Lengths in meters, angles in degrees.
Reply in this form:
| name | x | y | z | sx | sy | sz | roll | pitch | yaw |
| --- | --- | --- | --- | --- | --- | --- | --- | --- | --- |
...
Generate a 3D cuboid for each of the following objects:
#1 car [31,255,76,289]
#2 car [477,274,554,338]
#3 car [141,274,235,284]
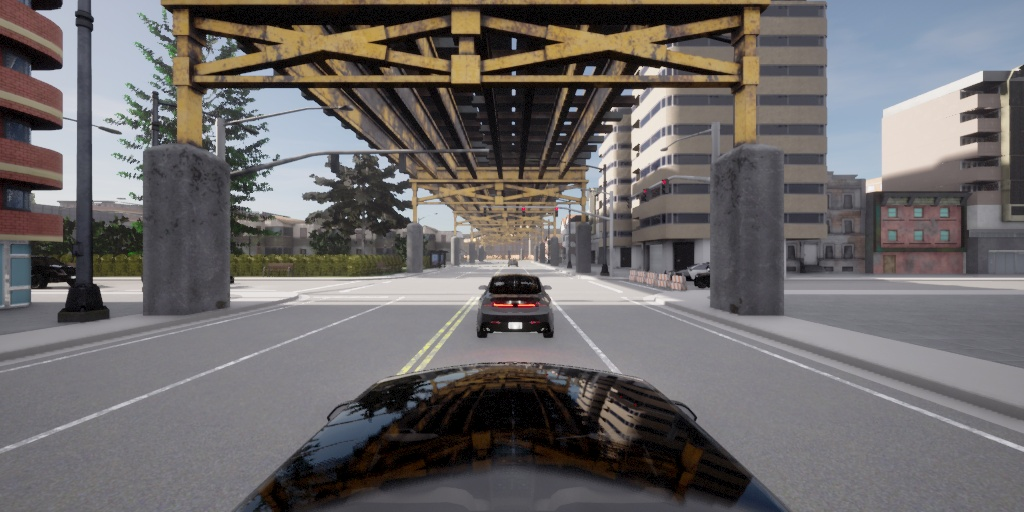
| name | x | y | z | sx | sy | sz | roll | pitch | yaw |
| --- | --- | --- | --- | --- | --- | --- | --- | --- | --- |
| car | -30.046 | 0.971 | 22.336 | 5.566 | 2.045 | 2.150 | 0 | 0 | 0 |
| car | 0.088 | 1.255 | 10.160 | 1.837 | 1.490 | 4.892 | 0 | 0 | 0 |
| car | -20.032 | 1.255 | 22.275 | 4.892 | 1.490 | 1.837 | 0 | 0 | 0 |
